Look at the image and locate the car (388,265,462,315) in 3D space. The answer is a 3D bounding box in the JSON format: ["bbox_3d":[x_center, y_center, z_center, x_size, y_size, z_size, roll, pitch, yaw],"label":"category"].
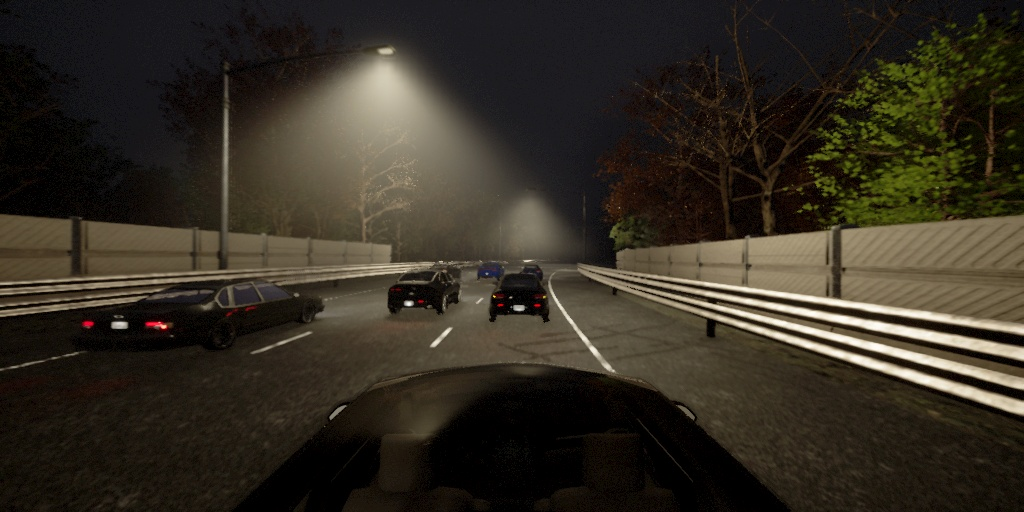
[{"bbox_3d":[-3.168,1.270,13.752,1.837,1.490,4.892,0,0,2],"label":"car"}]

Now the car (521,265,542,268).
[{"bbox_3d":[1.739,1.441,31.829,1.994,1.385,4.181,0,0,6],"label":"car"}]

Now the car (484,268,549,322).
[{"bbox_3d":[0.267,1.304,12.364,1.812,1.442,4.674,0,0,2],"label":"car"}]

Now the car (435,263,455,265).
[{"bbox_3d":[-5.508,1.305,29.879,2.128,1.511,4.902,0,0,6],"label":"car"}]

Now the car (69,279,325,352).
[{"bbox_3d":[-6.848,1.275,8.812,2.033,1.411,5.357,0,0,1],"label":"car"}]

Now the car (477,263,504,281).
[{"bbox_3d":[-1.789,1.327,31.799,1.882,1.535,5.008,0,0,6],"label":"car"}]
